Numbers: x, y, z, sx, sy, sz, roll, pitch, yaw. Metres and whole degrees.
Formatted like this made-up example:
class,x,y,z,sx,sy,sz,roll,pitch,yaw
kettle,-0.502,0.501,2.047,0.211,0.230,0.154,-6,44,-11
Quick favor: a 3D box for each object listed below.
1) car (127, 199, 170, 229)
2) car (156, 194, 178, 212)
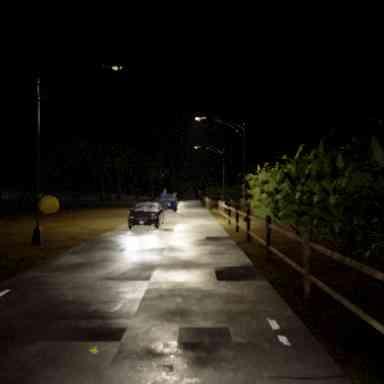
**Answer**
class,x,y,z,sx,sy,sz,roll,pitch,yaw
car,-2.797,1.434,21.030,2.128,1.511,4.902,0,0,0
car,-2.770,1.253,37.707,2.150,2.045,5.566,0,0,0
